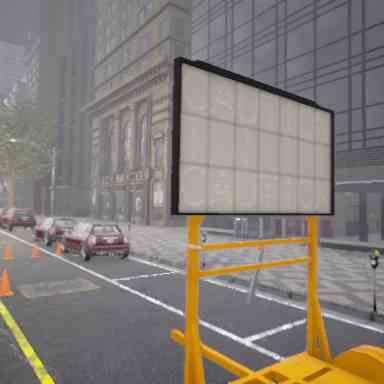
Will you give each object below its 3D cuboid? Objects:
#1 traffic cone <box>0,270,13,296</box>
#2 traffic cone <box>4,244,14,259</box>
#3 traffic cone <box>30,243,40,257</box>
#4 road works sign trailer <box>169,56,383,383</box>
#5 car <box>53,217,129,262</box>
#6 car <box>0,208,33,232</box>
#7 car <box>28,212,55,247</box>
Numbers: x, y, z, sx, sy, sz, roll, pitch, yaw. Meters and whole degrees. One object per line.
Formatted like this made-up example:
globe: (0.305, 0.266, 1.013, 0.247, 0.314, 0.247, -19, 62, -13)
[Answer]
traffic cone: (-4.667, 2.248, 8.300, 0.340, 0.580, 0.340, 3, -3, -37)
traffic cone: (-7.521, 2.434, 13.668, 0.340, 0.580, 0.340, 3, -3, -37)
traffic cone: (-6.727, 2.476, 14.275, 0.340, 0.580, 0.340, 3, -3, -37)
road works sign trailer: (0.630, 0.650, 3.584, 2.380, 3.560, 2.880, 3, -3, -37)
car: (-4.451, 2.030, 14.845, 1.967, 1.590, 4.097, 3, -3, -37)
car: (-14.736, 2.325, 28.276, 2.192, 1.841, 5.009, 3, -3, -37)
car: (-7.879, 2.167, 19.320, 1.967, 1.590, 4.097, 3, -3, -37)
